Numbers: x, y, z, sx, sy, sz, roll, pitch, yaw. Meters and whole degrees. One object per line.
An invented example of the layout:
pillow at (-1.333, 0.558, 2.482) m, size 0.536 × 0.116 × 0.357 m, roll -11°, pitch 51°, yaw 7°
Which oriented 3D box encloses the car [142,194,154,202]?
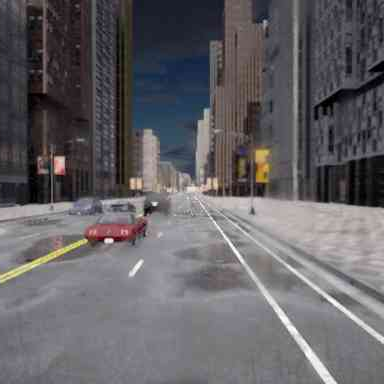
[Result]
car at (-9.743, 1.265, 73.397) m, size 2.097 × 1.767 × 4.553 m, roll 0°, pitch 0°, yaw 0°

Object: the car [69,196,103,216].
car at (-9.843, 1.290, 31.166) m, size 2.097 × 1.767 × 4.553 m, roll 0°, pitch 0°, yaw 0°

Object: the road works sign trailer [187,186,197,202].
road works sign trailer at (0.018, 0.418, 76.275) m, size 2.380 × 3.560 × 2.880 m, roll 0°, pitch 0°, yaw 0°

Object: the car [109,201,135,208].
car at (-6.595, 1.501, 31.412) m, size 1.994 × 1.385 × 4.181 m, roll 0°, pitch 0°, yaw 0°

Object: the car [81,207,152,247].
car at (-3.152, 1.568, 14.905) m, size 1.895 × 1.301 × 4.718 m, roll 0°, pitch 0°, yaw 0°

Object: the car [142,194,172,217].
car at (-3.148, 1.159, 30.933) m, size 2.150 × 2.045 × 5.566 m, roll 0°, pitch 0°, yaw 0°

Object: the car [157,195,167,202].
car at (-6.493, 1.434, 73.366) m, size 1.812 × 1.442 × 4.674 m, roll 0°, pitch 0°, yaw 0°
